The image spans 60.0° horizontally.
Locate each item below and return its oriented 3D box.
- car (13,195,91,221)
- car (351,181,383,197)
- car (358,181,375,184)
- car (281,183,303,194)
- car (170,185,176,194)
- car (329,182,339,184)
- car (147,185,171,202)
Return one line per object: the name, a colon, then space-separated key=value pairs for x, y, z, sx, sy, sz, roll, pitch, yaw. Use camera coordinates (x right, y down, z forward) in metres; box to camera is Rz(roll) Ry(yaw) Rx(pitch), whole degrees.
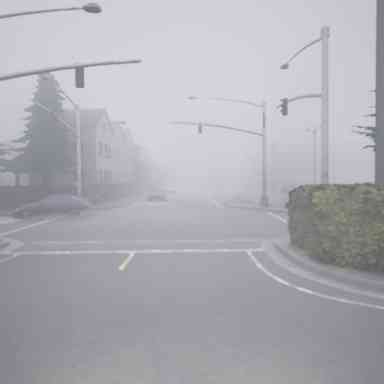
car: x=-9.064 y=0.945 z=21.713 sx=4.674 sy=1.442 sz=1.812 roll=-4 pitch=4 yaw=-17
car: x=22.235 y=-0.431 z=42.153 sx=1.932 sy=1.855 sz=4.605 roll=-1 pitch=2 yaw=0
car: x=18.996 y=-0.151 z=34.270 sx=1.905 sy=1.878 sz=3.866 roll=-1 pitch=2 yaw=0
car: x=15.237 y=-0.494 z=52.126 sx=2.007 sy=1.523 sz=4.514 roll=-1 pitch=2 yaw=0
car: x=-3.764 y=-0.454 z=56.431 sx=1.882 sy=1.535 sz=5.008 roll=-1 pitch=2 yaw=0
car: x=25.270 y=-0.994 z=59.546 sx=2.152 sy=1.636 sz=5.027 roll=-1 pitch=2 yaw=0
car: x=-3.731 y=0.302 z=36.130 sx=2.033 sy=1.411 sz=5.357 roll=-1 pitch=2 yaw=0
